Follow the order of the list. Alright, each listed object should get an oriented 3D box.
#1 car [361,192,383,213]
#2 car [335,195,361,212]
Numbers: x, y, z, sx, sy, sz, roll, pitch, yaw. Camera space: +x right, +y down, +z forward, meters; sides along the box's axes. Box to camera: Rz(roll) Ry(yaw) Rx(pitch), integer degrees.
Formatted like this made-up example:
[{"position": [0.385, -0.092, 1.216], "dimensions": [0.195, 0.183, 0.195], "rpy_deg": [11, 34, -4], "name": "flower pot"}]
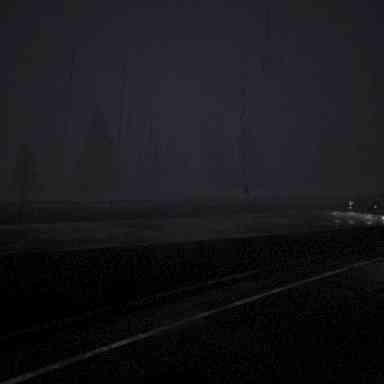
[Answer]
[{"position": [19.065, 0.962, 31.739], "dimensions": [5.566, 2.045, 2.150], "rpy_deg": [0, 0, -32], "name": "car"}, {"position": [16.923, 1.092, 34.529], "dimensions": [4.553, 1.767, 2.097], "rpy_deg": [-1, 0, -32], "name": "car"}]
